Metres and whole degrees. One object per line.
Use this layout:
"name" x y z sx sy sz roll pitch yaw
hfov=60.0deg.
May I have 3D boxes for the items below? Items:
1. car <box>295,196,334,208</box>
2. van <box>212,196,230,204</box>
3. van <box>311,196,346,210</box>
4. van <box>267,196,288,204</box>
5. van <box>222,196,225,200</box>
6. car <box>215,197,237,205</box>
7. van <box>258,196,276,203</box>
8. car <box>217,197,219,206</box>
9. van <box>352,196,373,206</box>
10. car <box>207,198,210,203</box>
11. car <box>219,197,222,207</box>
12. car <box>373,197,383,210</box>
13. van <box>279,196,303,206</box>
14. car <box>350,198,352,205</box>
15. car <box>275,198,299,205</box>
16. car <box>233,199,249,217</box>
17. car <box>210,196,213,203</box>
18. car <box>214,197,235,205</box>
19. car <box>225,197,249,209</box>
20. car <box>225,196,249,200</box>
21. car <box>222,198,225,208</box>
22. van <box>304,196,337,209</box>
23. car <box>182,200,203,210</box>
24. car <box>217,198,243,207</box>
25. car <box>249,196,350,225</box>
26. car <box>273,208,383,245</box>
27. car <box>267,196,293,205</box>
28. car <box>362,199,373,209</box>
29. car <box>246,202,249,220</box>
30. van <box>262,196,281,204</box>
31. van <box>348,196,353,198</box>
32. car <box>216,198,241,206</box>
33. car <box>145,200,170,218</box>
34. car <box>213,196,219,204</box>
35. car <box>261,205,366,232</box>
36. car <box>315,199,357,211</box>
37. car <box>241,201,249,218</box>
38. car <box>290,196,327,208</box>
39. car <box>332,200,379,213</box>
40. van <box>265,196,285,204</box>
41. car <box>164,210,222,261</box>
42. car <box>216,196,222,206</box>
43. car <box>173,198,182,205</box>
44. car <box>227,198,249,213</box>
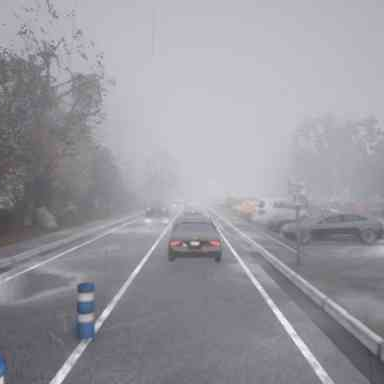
"car" 20.194 1.641 55.023 5.566 2.045 2.435 0 -1 0
"van" 7.269 1.967 82.982 4.442 1.987 1.878 0 -1 0
"van" 20.290 1.609 49.482 4.442 1.987 1.878 0 -1 1
"van" 20.557 1.929 80.077 4.442 1.987 1.878 0 -1 0
"van" 7.212 1.618 49.669 4.442 1.987 1.878 0 -1 0
"car" 7.257 1.950 71.877 4.553 1.767 2.185 0 -1 0
"van" 20.419 2.115 91.017 4.442 1.987 1.878 0 -2 1
"car" 7.115 1.931 55.219 4.792 1.488 2.163 0 -1 0
"van" 20.171 1.503 35.764 4.442 1.987 1.878 0 0 0
"car" 7.438 1.970 85.757 5.566 2.045 2.435 0 -1 0
"car" 7.090 1.902 52.444 4.792 1.488 2.163 0 -1 1
"car" 20.034 1.466 30.101 5.566 2.045 2.435 0 0 0
"van" 20.460 1.813 68.998 4.442 1.987 1.878 0 -1 1
"car" 20.108 1.770 38.535 4.792 1.488 2.163 0 0 1
"car" 20.365 2.107 71.640 4.674 1.452 2.002 0 -1 0
"car" 6.741 1.722 30.248 5.366 1.575 1.946 0 0 0
"car" 7.079 2.044 69.101 5.366 1.575 1.946 0 -1 0
"car" 7.282 1.980 74.653 4.553 1.767 2.185 0 -1 0
"car" 7.017 1.766 41.339 4.892 1.521 2.231 0 0 0
"car" 7.078 1.662 44.119 4.553 1.767 2.185 0 0 0
"car" 7.101 1.844 46.891 4.792 1.488 2.163 0 -1 1
"van" 20.081 1.638 52.255 4.442 1.987 1.878 0 -1 1
"car" 0.142 1.765 35.247 1.812 1.442 4.674 0 0 0
"car" 7.223 1.990 63.547 4.892 1.521 2.231 0 -1 1
"car" 6.882 1.459 21.918 5.566 2.045 2.435 0 0 1
"car" 6.776 1.730 16.366 4.792 1.488 2.163 0 0 0
"car" 20.388 1.875 77.309 5.566 2.045 2.435 0 -1 0
"car" 20.001 1.751 32.870 4.792 1.488 2.163 0 0 0
"car" 7.063 1.712 24.692 5.366 1.575 1.946 0 0 0
"van" 20.372 1.987 85.627 4.442 1.987 1.878 0 -1 0
"van" 20.017 1.553 43.929 4.442 1.987 1.878 0 0 0
"car" 7.234 2.019 66.323 4.892 1.521 2.231 0 -1 0
"car" -3.309 1.575 32.952 2.097 1.767 4.553 0 0 0
"car" 7.007 1.957 60.773 5.366 1.575 1.946 0 -1 0
"car" 6.835 1.705 19.142 5.008 1.535 2.097 0 0 0
"car" 20.155 1.805 46.712 5.008 1.535 2.097 0 -1 1
"car" 6.908 1.721 27.470 4.892 1.521 2.231 0 0 0
"car" 20.218 1.670 57.793 5.566 2.045 2.435 0 -1 0
"car" 20.131 1.786 41.174 4.792 1.488 2.163 0 0 1
"van" 20.580 1.957 82.722 4.442 1.987 1.878 0 -1 1
"car" 0.095 1.631 12.611 2.033 1.411 5.357 0 0 0
"car" 7.139 1.960 57.995 4.792 1.488 2.163 0 -1 0
"car" -2.986 2.080 73.897 1.812 1.442 4.674 0 -1 0
"car" 6.790 1.735 35.921 5.366 1.575 1.946 0 0 1
